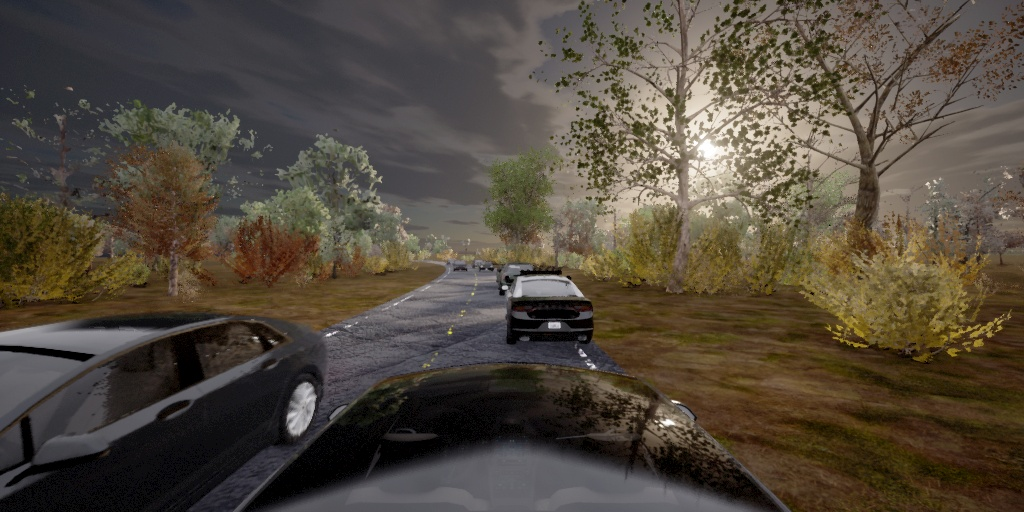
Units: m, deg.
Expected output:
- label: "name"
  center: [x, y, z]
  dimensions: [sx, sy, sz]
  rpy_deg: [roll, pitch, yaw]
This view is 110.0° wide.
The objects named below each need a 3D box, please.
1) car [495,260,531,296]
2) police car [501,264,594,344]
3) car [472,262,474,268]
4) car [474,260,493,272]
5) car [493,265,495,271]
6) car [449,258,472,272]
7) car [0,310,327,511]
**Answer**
- label: "car"
  center: [0.292, 1.100, 19.637]
  dimensions: [2.097, 1.767, 4.553]
  rpy_deg: [0, 0, -4]
- label: "police car"
  center: [0.765, 1.175, 9.708]
  dimensions: [1.930, 1.638, 5.238]
  rpy_deg: [0, 0, -2]
- label: "car"
  center: [-5.592, 1.292, 58.841]
  dimensions: [2.033, 1.411, 5.357]
  rpy_deg: [0, 0, -11]
- label: "car"
  center: [-3.495, 1.347, 46.602]
  dimensions: [1.895, 1.301, 4.718]
  rpy_deg: [0, 0, -9]
- label: "car"
  center: [-0.155, 1.254, 25.697]
  dimensions: [1.837, 1.490, 4.892]
  rpy_deg: [0, 0, -5]
- label: "car"
  center: [-6.498, 1.295, 45.142]
  dimensions: [2.033, 1.411, 5.357]
  rpy_deg: [0, 0, -9]
- label: "car"
  center: [-3.153, 1.255, 2.469]
  dimensions: [1.837, 1.490, 4.892]
  rpy_deg: [0, 0, -1]
